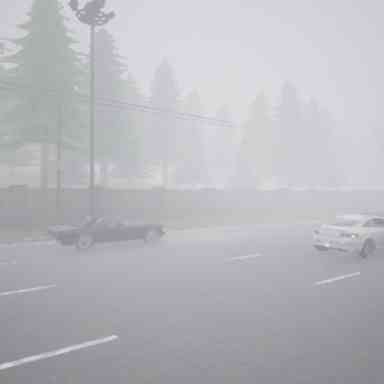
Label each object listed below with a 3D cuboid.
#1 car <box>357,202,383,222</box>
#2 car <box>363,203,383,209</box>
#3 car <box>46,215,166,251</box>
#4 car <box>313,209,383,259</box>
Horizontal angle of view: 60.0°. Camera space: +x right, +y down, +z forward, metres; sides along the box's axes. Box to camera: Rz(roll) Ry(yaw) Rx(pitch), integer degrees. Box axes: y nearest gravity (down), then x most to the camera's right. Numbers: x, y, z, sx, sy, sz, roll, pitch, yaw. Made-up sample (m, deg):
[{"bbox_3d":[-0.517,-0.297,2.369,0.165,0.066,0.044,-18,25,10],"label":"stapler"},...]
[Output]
[{"bbox_3d":[16.520,1.651,28.433,5.357,1.411,2.033,0,0,-36],"label":"car"},{"bbox_3d":[12.463,1.603,21.238,4.674,1.442,1.812,0,0,-36],"label":"car"},{"bbox_3d":[-3.490,1.618,14.156,4.718,1.301,1.895,0,0,-36],"label":"car"},{"bbox_3d":[6.504,1.569,12.693,4.674,1.442,1.812,0,0,-35],"label":"car"}]
